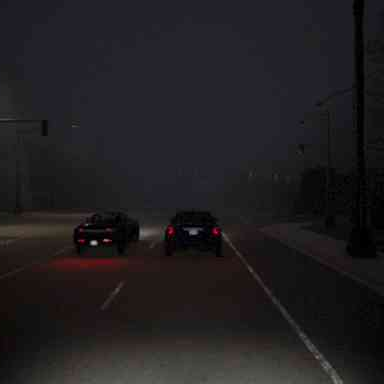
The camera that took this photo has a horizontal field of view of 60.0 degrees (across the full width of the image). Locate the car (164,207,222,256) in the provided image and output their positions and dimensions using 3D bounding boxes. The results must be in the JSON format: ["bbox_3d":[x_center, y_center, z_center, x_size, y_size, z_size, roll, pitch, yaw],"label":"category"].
[{"bbox_3d":[0.060,1.459,13.776,2.097,1.767,4.553,0,-1,0],"label":"car"}]

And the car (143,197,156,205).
[{"bbox_3d":[-10.506,2.351,79.978,1.812,1.442,4.674,0,0,0],"label":"car"}]

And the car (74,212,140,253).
[{"bbox_3d":[-3.438,1.604,14.131,2.128,1.511,4.902,0,-1,0],"label":"car"}]
